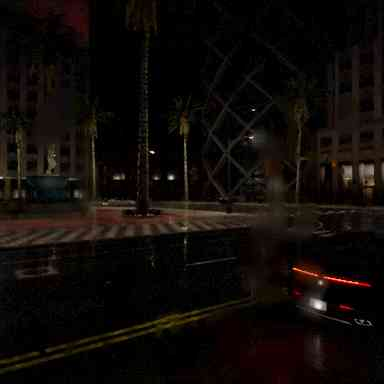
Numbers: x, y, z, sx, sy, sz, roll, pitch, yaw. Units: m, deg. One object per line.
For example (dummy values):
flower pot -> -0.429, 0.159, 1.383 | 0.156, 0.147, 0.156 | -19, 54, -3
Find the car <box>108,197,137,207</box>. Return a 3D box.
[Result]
car -> -10.765, 1.580, 51.917 | 4.674, 1.442, 1.812 | 1, 0, 17

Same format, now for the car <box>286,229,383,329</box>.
car -> 3.945, 1.505, 6.584 | 4.892, 1.490, 1.837 | 0, 0, -35
